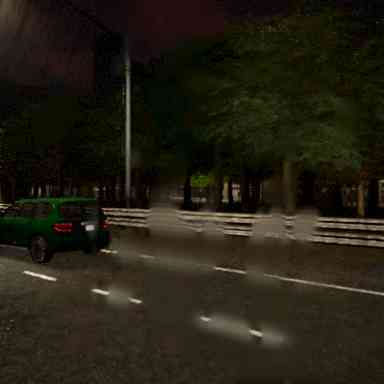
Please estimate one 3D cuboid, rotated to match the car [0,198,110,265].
[{"bbox_3d":[-5.381,1.224,12.010,5.566,2.045,2.150,0,0,35],"label":"car"}]
